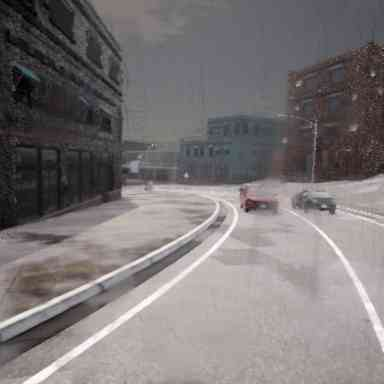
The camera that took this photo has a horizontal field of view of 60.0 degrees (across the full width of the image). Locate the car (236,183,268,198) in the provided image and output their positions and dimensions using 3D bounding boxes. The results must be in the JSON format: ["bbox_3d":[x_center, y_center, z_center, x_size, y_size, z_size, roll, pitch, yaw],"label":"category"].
[{"bbox_3d":[6.732,-0.230,37.776,1.837,1.490,4.892,1,3,-11],"label":"car"}]

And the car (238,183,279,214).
[{"bbox_3d":[4.136,0.405,20.844,1.882,1.535,5.008,2,3,4],"label":"car"}]

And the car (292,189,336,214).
[{"bbox_3d":[7.839,0.543,21.580,1.812,1.442,4.674,2,3,3],"label":"car"}]
